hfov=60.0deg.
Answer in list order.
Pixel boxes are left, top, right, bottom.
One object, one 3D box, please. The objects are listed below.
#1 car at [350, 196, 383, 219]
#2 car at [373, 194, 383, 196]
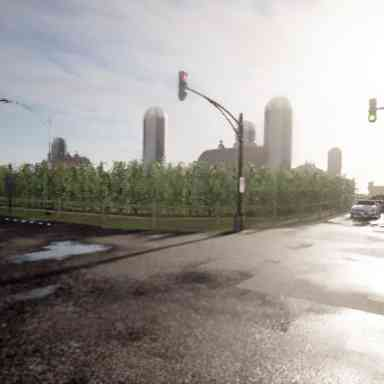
[{"bbox_3d":[14.029,1.319,26.723,1.812,1.442,4.674,1,1,35],"label":"car"},{"bbox_3d":[19.584,1.103,34.829,2.097,1.767,4.553,1,1,34],"label":"car"}]
